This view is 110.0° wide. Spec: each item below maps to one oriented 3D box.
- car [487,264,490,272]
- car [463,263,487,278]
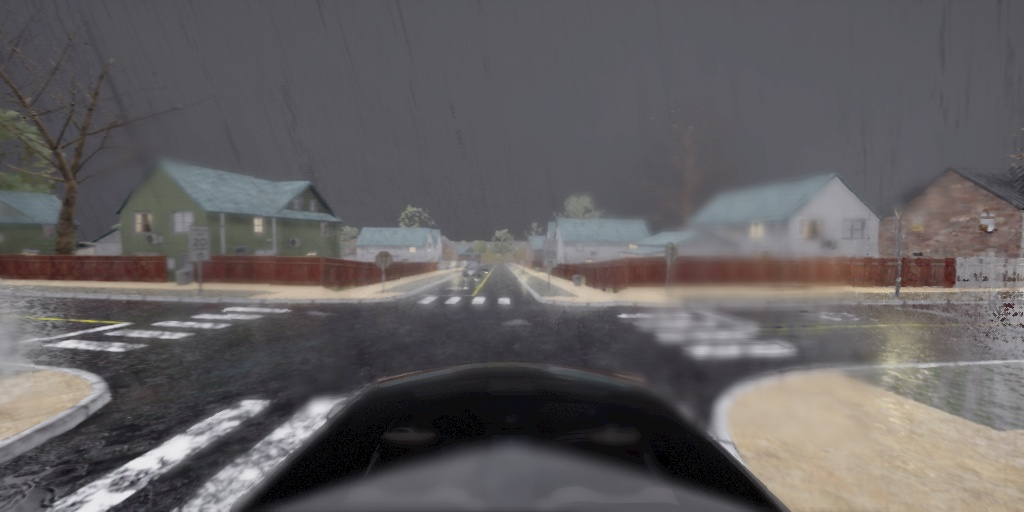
[{"bbox_3d":[-4.644,1.862,58.729,1.994,1.385,4.181,0,-1,-2],"label":"car"},{"bbox_3d":[-4.077,1.562,38.190,2.128,1.511,4.902,0,-1,-2],"label":"car"}]
